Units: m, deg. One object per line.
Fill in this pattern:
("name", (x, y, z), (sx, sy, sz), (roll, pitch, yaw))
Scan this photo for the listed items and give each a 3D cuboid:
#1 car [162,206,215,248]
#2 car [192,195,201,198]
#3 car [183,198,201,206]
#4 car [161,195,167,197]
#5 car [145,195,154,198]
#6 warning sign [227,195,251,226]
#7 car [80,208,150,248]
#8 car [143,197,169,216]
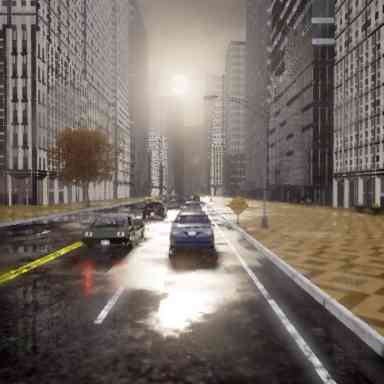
("car", (0.000, 1.558, 14.653), (2.033, 1.411, 5.357), (0, 0, 0))
("car", (1.138, 1.489, 86.630), (1.837, 1.490, 4.892), (0, 0, 0))
("car", (0.000, 1.554, 29.654), (2.033, 1.411, 5.357), (0, 0, 0))
("car", (-6.499, 1.496, 76.747), (2.128, 1.511, 4.902), (0, 0, 0))
("car", (-9.750, 1.448, 76.747), (1.882, 1.535, 5.008), (0, 0, 0))
("warning sign", (2.865, 1.108, 20.605), (1.300, 1.860, 1.060), (1, 1, 0))
("car", (-3.250, 1.611, 14.683), (1.895, 1.301, 4.718), (0, 0, 0))
("car", (-3.250, 1.507, 29.654), (1.837, 1.490, 4.892), (0, 0, 0))
